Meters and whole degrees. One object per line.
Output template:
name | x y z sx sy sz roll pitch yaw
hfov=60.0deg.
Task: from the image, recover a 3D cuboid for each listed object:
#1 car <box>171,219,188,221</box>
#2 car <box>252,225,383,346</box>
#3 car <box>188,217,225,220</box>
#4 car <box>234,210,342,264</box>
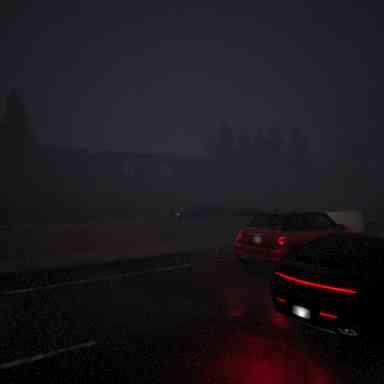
car | 0.397 1.490 25.776 5.008 1.535 1.882 0 0 -36
car | 3.574 1.511 6.298 4.892 1.490 1.837 0 0 -36
car | 2.673 1.559 18.799 5.357 1.411 2.033 0 0 -36
car | 3.572 1.360 10.597 4.553 1.767 2.097 0 0 -35
